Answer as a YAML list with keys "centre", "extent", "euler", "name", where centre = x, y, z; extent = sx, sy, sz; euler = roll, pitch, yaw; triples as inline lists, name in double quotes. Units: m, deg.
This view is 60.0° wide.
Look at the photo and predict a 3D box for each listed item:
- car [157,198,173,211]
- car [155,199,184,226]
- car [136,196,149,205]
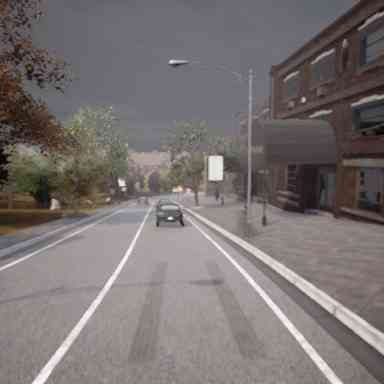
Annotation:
- centre: [-3.459, 1.542, 42.081]
  extent: [1.994, 1.385, 4.181]
  euler: [-1, 0, -6]
  name: "car"
- centre: [-1.598, 1.504, 23.319]
  extent: [1.812, 1.442, 4.674]
  euler: [-1, 0, -6]
  name: "car"
- centre: [-8.944, 1.549, 60.540]
  extent: [1.812, 1.442, 4.674]
  euler: [-1, 0, -5]
  name: "car"
